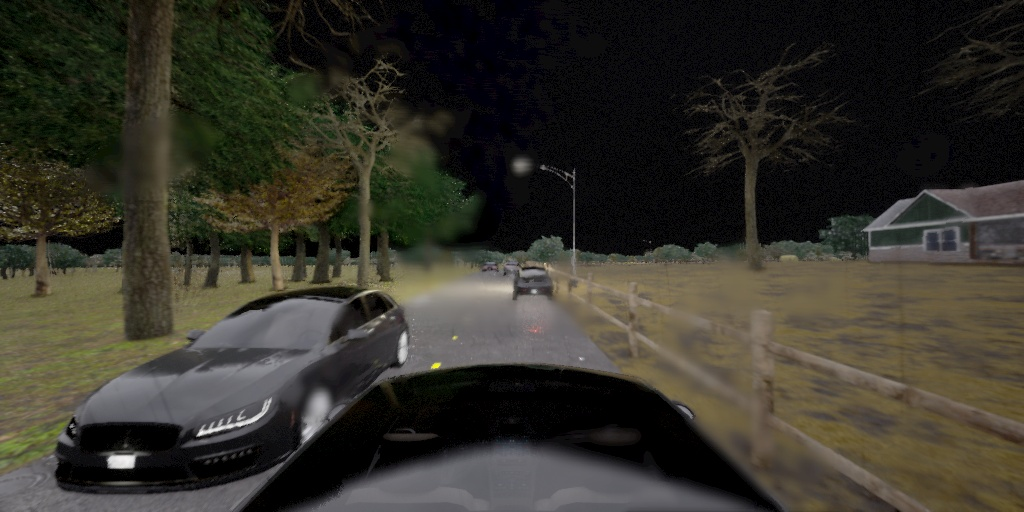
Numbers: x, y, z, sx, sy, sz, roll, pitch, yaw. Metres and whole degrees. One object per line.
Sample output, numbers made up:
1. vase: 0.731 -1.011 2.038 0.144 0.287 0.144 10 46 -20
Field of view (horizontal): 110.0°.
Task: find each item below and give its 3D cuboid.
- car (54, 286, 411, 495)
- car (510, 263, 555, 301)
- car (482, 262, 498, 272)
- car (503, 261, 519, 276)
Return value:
1. car: -2.848 1.253 5.049 1.837 1.490 4.892 0 0 0
2. car: 0.965 1.256 17.205 1.837 1.490 4.892 0 0 0
3. car: -2.818 1.437 47.292 1.994 1.385 4.181 0 -1 0
4. car: 0.035 1.292 39.235 2.128 1.511 4.902 0 0 0
